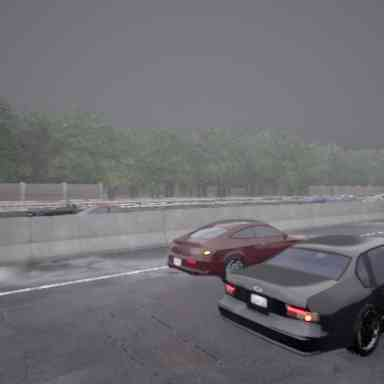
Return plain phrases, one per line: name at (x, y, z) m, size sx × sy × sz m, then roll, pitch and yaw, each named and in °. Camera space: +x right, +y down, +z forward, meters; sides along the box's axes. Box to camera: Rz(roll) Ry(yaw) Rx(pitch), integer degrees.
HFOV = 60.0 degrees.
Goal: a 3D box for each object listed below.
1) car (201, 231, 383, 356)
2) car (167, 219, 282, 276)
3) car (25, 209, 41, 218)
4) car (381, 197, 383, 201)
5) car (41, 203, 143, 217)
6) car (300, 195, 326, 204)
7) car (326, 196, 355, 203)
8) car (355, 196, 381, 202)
car at (2.950, 1.499, 5.977) m, size 5.357 × 1.411 × 2.033 m, roll -1°, pitch 0°, yaw -36°
car at (1.525, 1.474, 9.262) m, size 4.674 × 1.442 × 1.812 m, roll -1°, pitch 0°, yaw -36°
car at (-10.602, 1.561, 26.485) m, size 4.718 × 1.301 × 1.895 m, roll -1°, pitch 0°, yaw -35°
car at (24.790, 1.281, 38.895) m, size 5.357 × 1.411 × 2.033 m, roll 0°, pitch 0°, yaw -35°
car at (-4.955, 1.435, 17.619) m, size 5.008 × 1.535 × 1.882 m, roll 0°, pitch 0°, yaw -35°
car at (17.191, 1.226, 46.378) m, size 5.008 × 1.535 × 1.882 m, roll 0°, pitch 0°, yaw -35°
car at (20.777, 1.285, 44.619) m, size 5.357 × 1.411 × 2.033 m, roll 0°, pitch 0°, yaw -35°
car at (23.086, 1.260, 41.976) m, size 4.674 × 1.442 × 1.812 m, roll 0°, pitch 0°, yaw -35°
